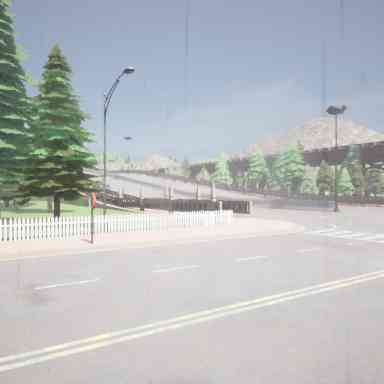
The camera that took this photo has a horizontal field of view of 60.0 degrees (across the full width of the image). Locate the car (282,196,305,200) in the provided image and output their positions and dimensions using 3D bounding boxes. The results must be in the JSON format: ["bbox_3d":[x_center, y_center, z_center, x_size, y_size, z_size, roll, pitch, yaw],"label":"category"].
[{"bbox_3d":[15.589,1.401,52.440,2.128,1.511,4.902,0,2,-34],"label":"car"}]
